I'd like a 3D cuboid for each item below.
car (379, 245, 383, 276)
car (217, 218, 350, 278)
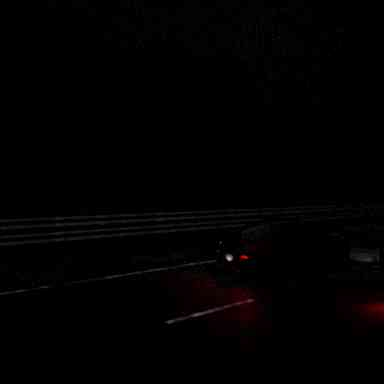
[{"bbox_3d":[6.655,1.505,8.498,4.892,1.490,1.837,0,0,-36],"label":"car"},{"bbox_3d":[2.856,1.513,10.082,4.674,1.442,1.812,-1,0,-35],"label":"car"}]
